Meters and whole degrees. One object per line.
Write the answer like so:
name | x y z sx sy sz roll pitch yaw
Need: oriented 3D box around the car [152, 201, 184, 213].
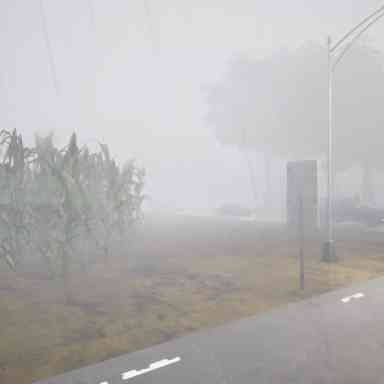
car | -2.996 2.046 44.324 1.895 1.301 4.718 -1 0 -35

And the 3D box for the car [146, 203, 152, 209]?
car | -5.502 2.112 52.860 1.895 1.301 4.718 -1 0 -35

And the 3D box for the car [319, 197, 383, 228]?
car | 11.510 1.387 23.990 2.150 2.045 5.566 -1 0 -38

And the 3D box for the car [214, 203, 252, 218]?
car | 4.172 1.868 34.144 1.994 1.385 4.181 -1 0 -35
